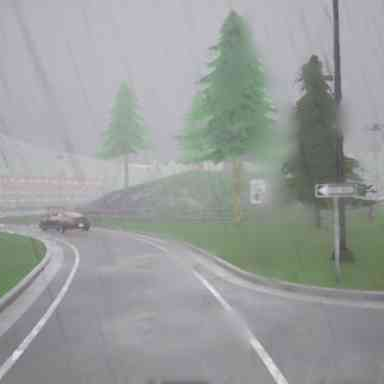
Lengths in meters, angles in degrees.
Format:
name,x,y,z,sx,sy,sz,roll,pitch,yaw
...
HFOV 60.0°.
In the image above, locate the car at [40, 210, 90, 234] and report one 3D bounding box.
name,x,y,z,sx,sy,sz,roll,pitch,yaw
car,-8.663,1.982,22.647,4.674,1.442,1.812,-2,-2,44
